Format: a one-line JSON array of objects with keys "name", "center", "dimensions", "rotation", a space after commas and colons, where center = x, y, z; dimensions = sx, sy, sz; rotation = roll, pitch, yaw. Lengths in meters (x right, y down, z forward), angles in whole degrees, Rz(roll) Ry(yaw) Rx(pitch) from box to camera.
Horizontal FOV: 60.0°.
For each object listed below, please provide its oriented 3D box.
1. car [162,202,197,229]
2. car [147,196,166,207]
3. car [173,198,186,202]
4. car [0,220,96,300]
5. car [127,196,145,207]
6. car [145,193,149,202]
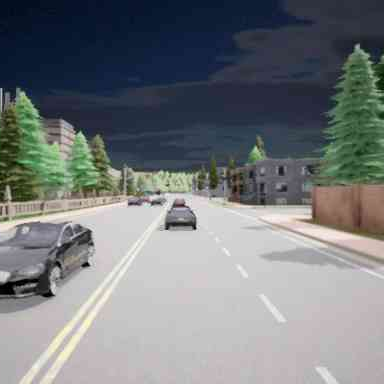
[{"name": "car", "center": [-0.730, 1.569, 21.629], "dimensions": [1.994, 1.385, 4.181], "rotation": [0, 0, -2]}, {"name": "car", "center": [-5.697, 1.641, 53.887], "dimensions": [1.895, 1.301, 4.718], "rotation": [0, 0, -2]}, {"name": "car", "center": [-1.966, 1.577, 52.326], "dimensions": [1.994, 1.385, 4.181], "rotation": [0, 0, -2]}, {"name": "car", "center": [-3.894, 1.519, 8.646], "dimensions": [2.128, 1.511, 4.902], "rotation": [0, 0, -2]}, {"name": "car", "center": [-9.188, 1.542, 53.587], "dimensions": [1.882, 1.535, 5.008], "rotation": [0, 0, -2]}, {"name": "car", "center": [-9.752, 1.544, 69.299], "dimensions": [1.882, 1.535, 5.008], "rotation": [0, 0, -2]}]
